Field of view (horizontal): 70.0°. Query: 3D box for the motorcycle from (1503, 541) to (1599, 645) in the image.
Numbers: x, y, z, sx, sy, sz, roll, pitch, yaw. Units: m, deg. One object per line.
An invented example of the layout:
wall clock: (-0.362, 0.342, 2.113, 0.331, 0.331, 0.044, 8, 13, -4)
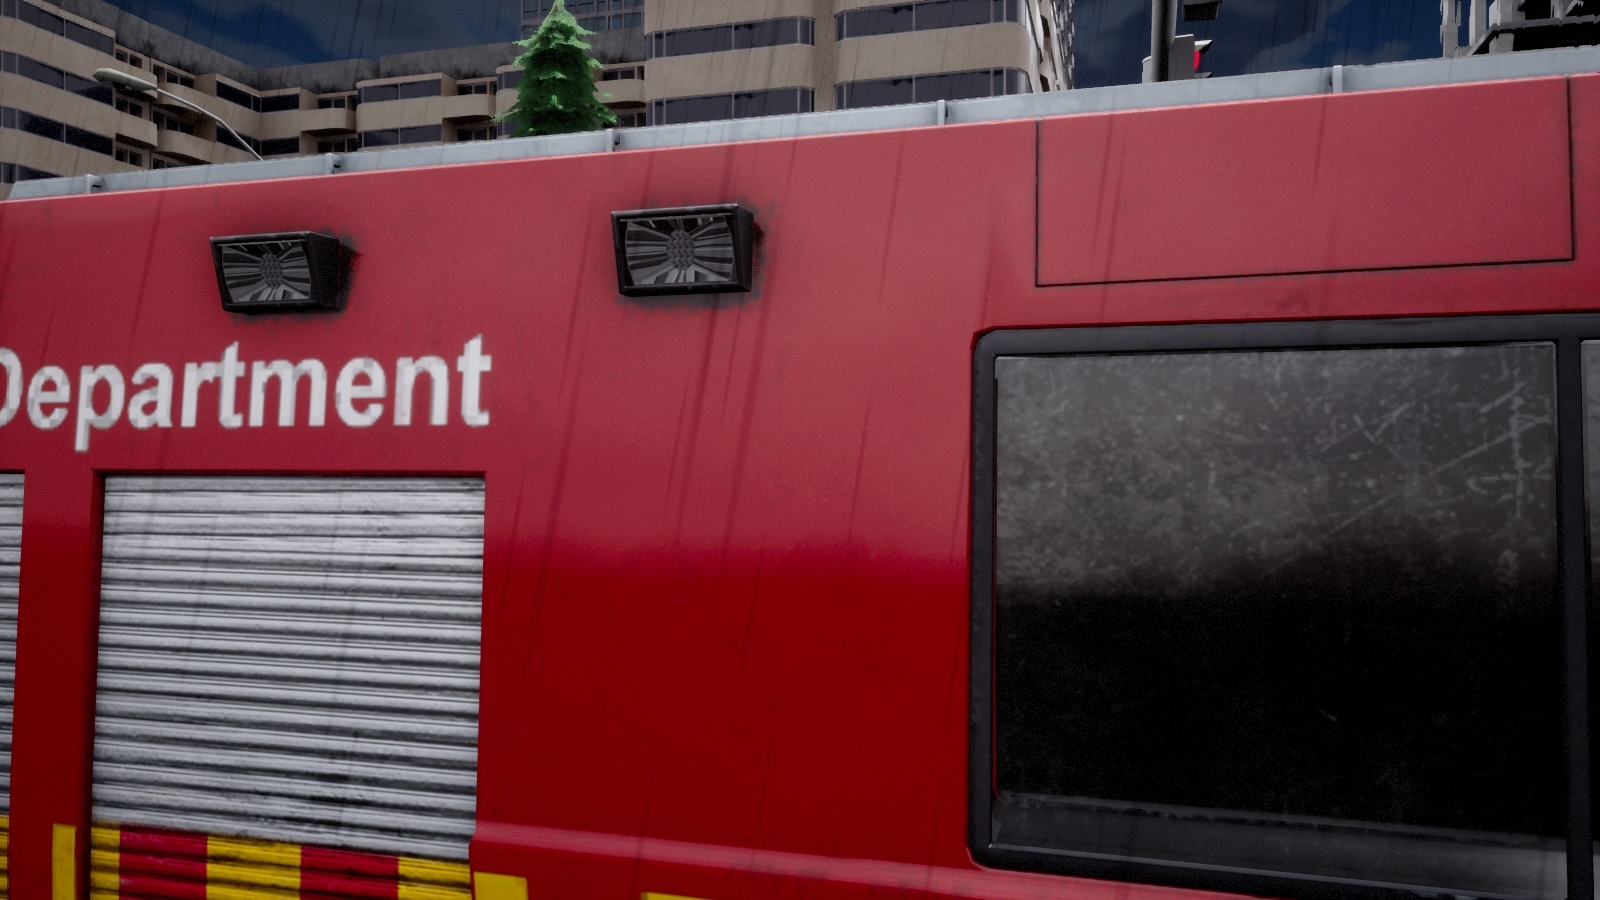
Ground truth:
motorcycle: (11.678, 2.155, 17.664, 0.764, 1.307, 2.356, 0, 0, 16)

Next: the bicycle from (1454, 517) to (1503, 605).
bicycle: (12.788, 2.060, 21.569, 0.329, 1.471, 1.835, 0, 0, 16)
